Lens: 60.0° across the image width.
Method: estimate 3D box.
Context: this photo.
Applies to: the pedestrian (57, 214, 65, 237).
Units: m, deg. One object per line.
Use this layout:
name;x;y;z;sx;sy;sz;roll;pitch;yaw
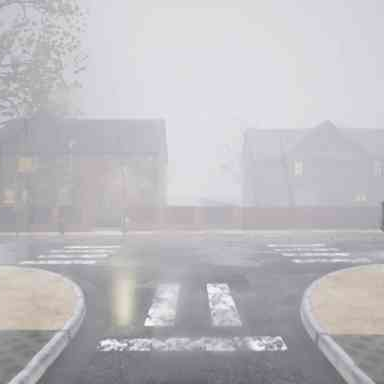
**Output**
pedestrian;-6.731;1.367;17.214;0.375;1.860;0.375;0;-1;1
